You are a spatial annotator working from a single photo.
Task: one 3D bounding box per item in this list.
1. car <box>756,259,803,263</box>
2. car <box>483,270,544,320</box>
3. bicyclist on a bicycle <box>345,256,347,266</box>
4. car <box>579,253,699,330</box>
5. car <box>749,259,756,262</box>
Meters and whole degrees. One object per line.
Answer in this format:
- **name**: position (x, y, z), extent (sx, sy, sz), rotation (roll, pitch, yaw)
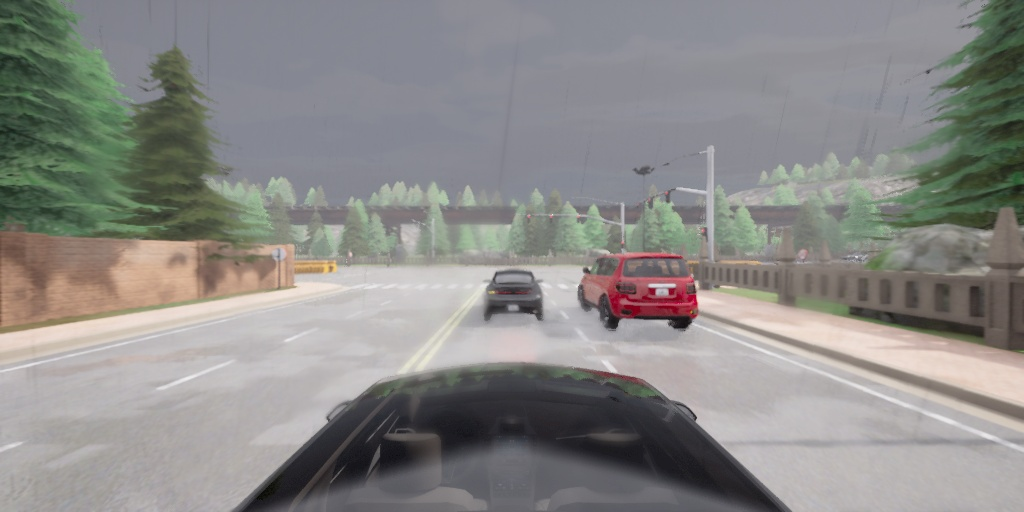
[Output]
- **car**: position (33.359, 1.096, 43.803), extent (4.902, 1.511, 2.128), rotation (0, 0, 0)
- **car**: position (0.062, 1.217, 12.452), extent (1.837, 1.490, 4.892), rotation (0, 0, 0)
- **bicyclist on a bicycle**: position (-27.094, 0.853, 58.828), extent (0.582, 1.620, 1.656), rotation (0, 0, 0)
- **car**: position (3.552, 0.938, 11.115), extent (2.150, 2.045, 5.566), rotation (0, 0, 0)
- **car**: position (34.397, 1.188, 47.284), extent (4.718, 1.301, 1.895), rotation (0, 0, 0)
